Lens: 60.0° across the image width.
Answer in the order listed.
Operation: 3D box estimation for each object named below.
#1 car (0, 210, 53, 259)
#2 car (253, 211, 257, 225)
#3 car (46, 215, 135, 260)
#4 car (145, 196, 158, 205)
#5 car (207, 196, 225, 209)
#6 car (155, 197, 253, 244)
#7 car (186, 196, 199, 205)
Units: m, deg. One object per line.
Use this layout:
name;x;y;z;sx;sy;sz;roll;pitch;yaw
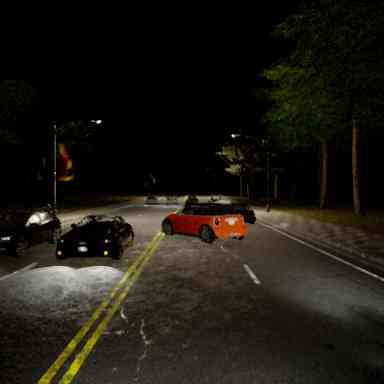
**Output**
car;-6.599;1.476;12.639;2.128;1.511;4.902;0;0;0
car;3.252;1.507;23.496;2.033;1.411;5.357;0;0;0
car;-3.349;1.550;12.167;1.994;1.385;4.181;0;0;0
car;-6.581;1.401;54.353;1.812;1.442;4.674;0;0;0
car;3.253;1.394;45.495;2.128;1.511;4.902;0;0;0
car;0.433;1.329;16.085;2.097;1.767;4.553;0;0;-37
car;0.105;1.404;57.703;2.033;1.411;5.357;0;0;0
